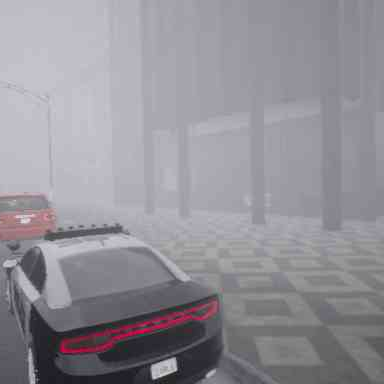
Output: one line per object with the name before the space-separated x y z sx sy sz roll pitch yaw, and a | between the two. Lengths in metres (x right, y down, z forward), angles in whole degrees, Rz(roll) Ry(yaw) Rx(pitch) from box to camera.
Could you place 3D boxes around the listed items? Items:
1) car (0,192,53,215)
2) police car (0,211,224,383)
car | -7.040 1.041 13.419 2.150 2.045 5.566 -2 2 -33
police car | -1.653 1.324 5.093 1.930 1.638 5.238 -2 2 -33
